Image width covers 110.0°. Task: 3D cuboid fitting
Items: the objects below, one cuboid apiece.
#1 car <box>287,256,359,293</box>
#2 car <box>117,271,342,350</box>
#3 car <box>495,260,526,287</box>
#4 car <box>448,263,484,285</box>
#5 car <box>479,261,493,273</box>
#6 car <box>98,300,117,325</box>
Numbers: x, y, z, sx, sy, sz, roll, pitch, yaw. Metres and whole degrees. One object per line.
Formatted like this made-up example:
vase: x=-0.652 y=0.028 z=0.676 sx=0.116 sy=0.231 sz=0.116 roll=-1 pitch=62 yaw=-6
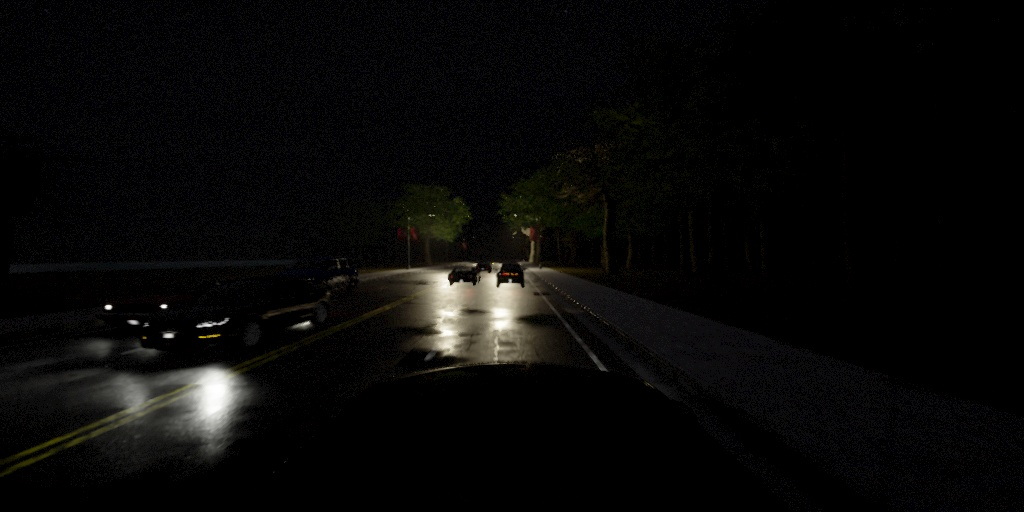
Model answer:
car: x=-9.914 y=1.036 z=18.545 sx=2.150 sy=2.045 sz=5.566 roll=0 pitch=0 yaw=0
car: x=-6.564 y=1.297 z=9.285 sx=1.837 sy=1.490 sz=4.892 roll=0 pitch=-1 yaw=0
car: x=-0.107 y=1.276 z=24.828 sx=1.837 sy=1.490 sz=4.892 roll=0 pitch=1 yaw=0
car: x=-3.354 y=1.387 z=26.074 sx=1.895 sy=1.301 sz=4.718 roll=0 pitch=0 yaw=0
car: x=-3.437 y=1.325 z=44.542 sx=1.812 sy=1.442 sz=4.674 roll=0 pitch=0 yaw=0
car: x=-9.805 y=1.409 z=11.489 sx=1.895 sy=1.301 sz=4.718 roll=0 pitch=0 yaw=0
